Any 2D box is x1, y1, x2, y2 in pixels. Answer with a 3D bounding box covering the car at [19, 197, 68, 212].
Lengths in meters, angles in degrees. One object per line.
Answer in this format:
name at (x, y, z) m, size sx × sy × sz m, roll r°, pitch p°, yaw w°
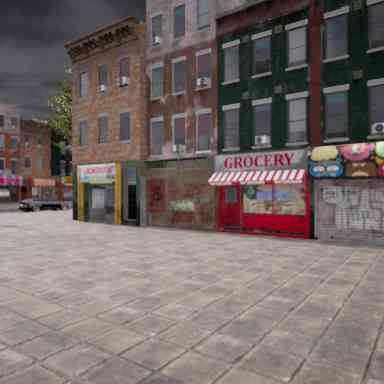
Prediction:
car at (-13.436, 1.135, 30.287) m, size 1.947 × 1.339 × 4.313 m, roll 1°, pitch 1°, yaw 35°
